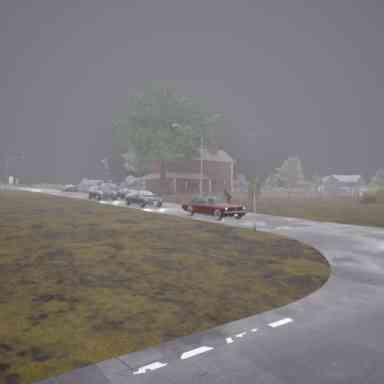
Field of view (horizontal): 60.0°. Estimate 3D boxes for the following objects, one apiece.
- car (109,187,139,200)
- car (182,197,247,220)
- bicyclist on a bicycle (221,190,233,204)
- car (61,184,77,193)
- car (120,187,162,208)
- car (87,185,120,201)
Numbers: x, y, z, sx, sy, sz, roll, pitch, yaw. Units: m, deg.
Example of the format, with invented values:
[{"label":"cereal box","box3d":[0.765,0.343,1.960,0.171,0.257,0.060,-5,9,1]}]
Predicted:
[{"label":"car","box3d":[-8.344,0.154,40.283,1.812,1.442,4.674,0,2,-36]},{"label":"car","box3d":[1.353,0.989,21.624,1.895,1.301,4.718,0,2,-36]},{"label":"bicyclist on a bicycle","box3d":[3.070,0.651,29.522,1.656,1.620,0.582,0,2,-36]},{"label":"car","box3d":[-21.884,-0.642,59.240,1.812,1.442,4.674,0,1,-36]},{"label":"car","box3d":[-4.424,0.545,29.721,1.812,1.442,4.674,0,2,-36]},{"label":"car","box3d":[-10.262,0.008,37.909,2.097,1.767,4.553,0,2,-36]}]
